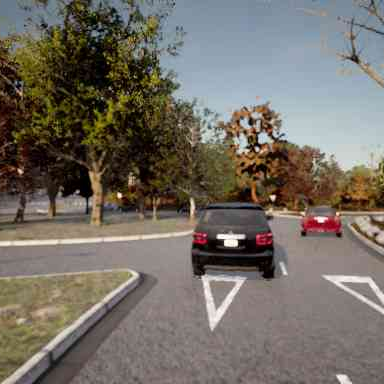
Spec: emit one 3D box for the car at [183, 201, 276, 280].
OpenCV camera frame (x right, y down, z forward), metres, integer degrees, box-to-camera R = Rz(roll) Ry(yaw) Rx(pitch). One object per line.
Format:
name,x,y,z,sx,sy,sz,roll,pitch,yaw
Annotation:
car,1.386,1.299,10.468,2.150,2.045,5.566,0,0,10

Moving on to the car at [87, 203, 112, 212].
car,-14.234,2.496,54.157,5.357,1.411,2.033,0,-1,-4

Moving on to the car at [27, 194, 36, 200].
car,-38.824,1.532,78.285,1.946,1.575,5.366,0,2,-16

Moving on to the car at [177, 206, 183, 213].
car,0.024,2.291,46.314,4.902,1.511,2.128,-1,-2,43

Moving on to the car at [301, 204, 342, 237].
car,7.565,1.586,19.691,2.097,1.767,4.553,0,-1,19

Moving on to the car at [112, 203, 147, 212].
car,-9.190,2.389,50.837,4.892,1.490,1.837,0,-1,20

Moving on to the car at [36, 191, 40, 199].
car,-40.382,1.311,83.579,1.946,1.575,5.366,0,2,-17
